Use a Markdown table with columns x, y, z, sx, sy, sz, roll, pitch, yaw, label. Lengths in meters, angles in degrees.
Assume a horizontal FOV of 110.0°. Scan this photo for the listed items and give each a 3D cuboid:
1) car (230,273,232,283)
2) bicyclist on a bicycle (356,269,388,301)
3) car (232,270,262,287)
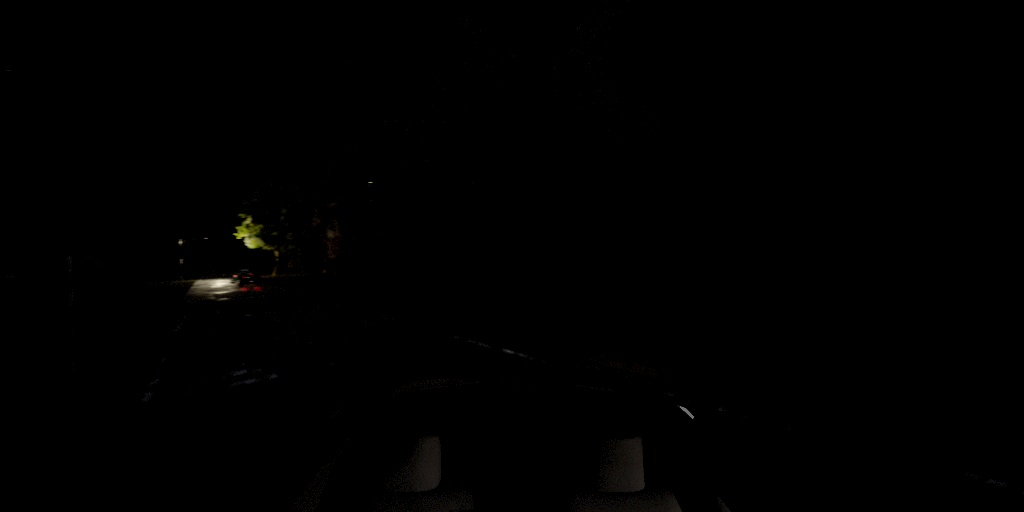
| x | y | z | sx | sy | sz | roll | pitch | yaw | label |
| --- | --- | --- | --- | --- | --- | --- | --- | --- | --- |
| -34.682 | 2.548 | 45.991 | 2.097 | 1.767 | 4.553 | -3 | 0 | -42 | car |
| -7.200 | 1.488 | 18.464 | 1.656 | 1.620 | 0.582 | -3 | 0 | -41 | bicyclist on a bicycle |
| -27.790 | 2.403 | 37.922 | 2.128 | 1.511 | 4.902 | -3 | 0 | -41 | car |
